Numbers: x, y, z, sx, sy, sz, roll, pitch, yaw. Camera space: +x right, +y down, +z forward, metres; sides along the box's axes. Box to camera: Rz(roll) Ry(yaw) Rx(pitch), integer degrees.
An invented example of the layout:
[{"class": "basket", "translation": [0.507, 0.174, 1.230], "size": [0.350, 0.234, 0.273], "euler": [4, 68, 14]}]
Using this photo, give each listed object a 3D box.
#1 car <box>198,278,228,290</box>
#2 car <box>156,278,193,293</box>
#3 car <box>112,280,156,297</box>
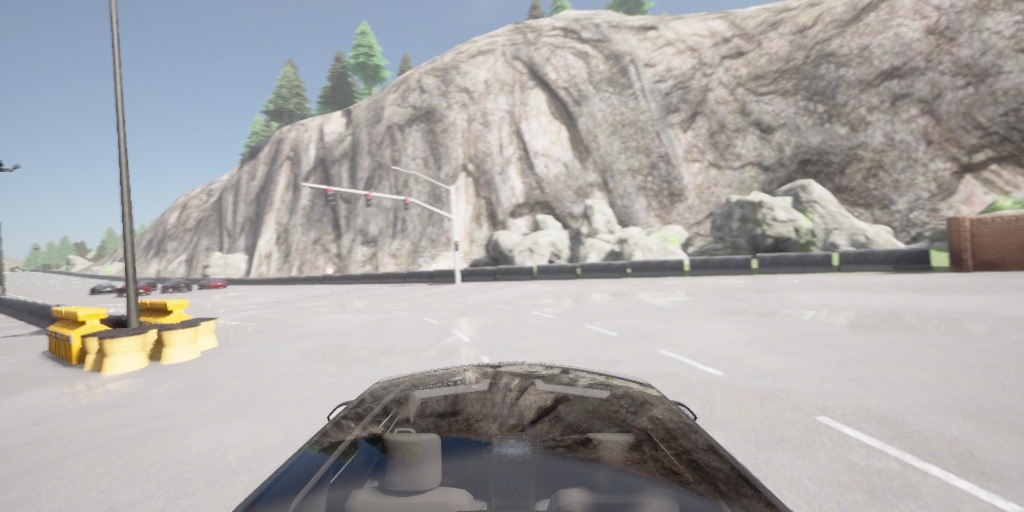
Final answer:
[{"class": "car", "translation": [-37.782, 3.472, 45.214], "size": [4.181, 1.385, 1.994], "euler": [-3, 1, 32]}, {"class": "car", "translation": [-39.314, 3.518, 42.047], "size": [4.892, 1.490, 1.837], "euler": [-2, 1, 32]}, {"class": "car", "translation": [-41.306, 3.615, 39.168], "size": [5.008, 1.535, 1.882], "euler": [-2, 1, 32]}]
